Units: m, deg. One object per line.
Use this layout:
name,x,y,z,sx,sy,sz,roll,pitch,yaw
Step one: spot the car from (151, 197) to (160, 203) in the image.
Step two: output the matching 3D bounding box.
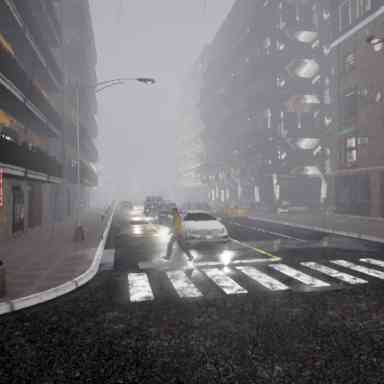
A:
car,-9.877,2.156,89.544,1.802,1.307,4.206,-1,0,-12

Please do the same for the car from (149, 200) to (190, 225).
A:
car,-1.869,1.632,25.899,2.128,1.511,4.902,-1,0,-12

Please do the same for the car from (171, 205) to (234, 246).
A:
car,0.303,1.601,15.979,1.812,1.442,4.674,-1,0,-11

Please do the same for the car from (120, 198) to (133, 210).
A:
car,-9.590,1.938,49.053,1.802,1.307,4.206,-1,0,-12

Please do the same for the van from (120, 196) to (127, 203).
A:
van,-18.070,2.017,87.774,1.690,1.788,3.998,-1,0,-12

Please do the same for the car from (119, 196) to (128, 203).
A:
car,-19.282,2.045,93.302,2.192,1.841,5.009,-1,0,-12

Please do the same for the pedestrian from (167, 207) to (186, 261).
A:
pedestrian,-0.509,1.362,10.973,0.375,1.860,0.375,-1,0,-12

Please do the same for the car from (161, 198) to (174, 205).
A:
car,-5.033,1.940,67.421,2.008,1.369,4.403,-1,0,-12

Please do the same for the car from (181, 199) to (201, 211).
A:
car,-0.189,1.754,45.295,1.887,1.381,4.507,-1,0,-12

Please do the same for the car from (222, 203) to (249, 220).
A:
car,3.407,1.608,28.871,1.752,1.417,4.829,-1,0,-12

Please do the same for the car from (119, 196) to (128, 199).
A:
car,-14.438,1.851,71.181,2.192,1.841,5.009,-1,0,-12

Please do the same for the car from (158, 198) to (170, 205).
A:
car,-6.244,1.985,72.952,2.008,1.369,4.403,-1,0,-12

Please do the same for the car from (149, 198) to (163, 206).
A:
car,-7.030,1.892,64.428,2.128,1.511,4.902,-1,0,-12

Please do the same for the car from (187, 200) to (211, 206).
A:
car,1.021,1.710,39.765,1.887,1.381,4.507,-1,0,-12

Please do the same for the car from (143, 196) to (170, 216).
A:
car,-4.113,1.438,36.180,2.150,2.045,5.566,-1,0,-12

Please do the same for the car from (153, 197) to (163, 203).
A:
car,-8.668,1.966,84.013,1.967,1.590,4.097,-1,0,-12
